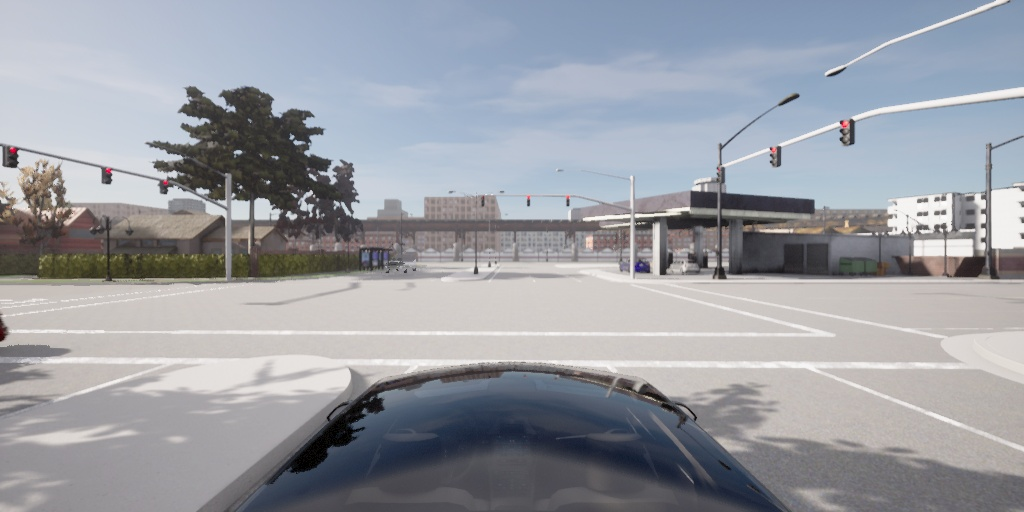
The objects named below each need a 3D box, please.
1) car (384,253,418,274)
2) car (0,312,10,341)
[{"bbox_3d":[-11.491,0.739,37.501,2.150,2.045,5.566,0,0,0],"label":"car"},{"bbox_3d":[-11.499,1.304,5.677,1.994,1.385,4.181,0,0,0],"label":"car"}]
